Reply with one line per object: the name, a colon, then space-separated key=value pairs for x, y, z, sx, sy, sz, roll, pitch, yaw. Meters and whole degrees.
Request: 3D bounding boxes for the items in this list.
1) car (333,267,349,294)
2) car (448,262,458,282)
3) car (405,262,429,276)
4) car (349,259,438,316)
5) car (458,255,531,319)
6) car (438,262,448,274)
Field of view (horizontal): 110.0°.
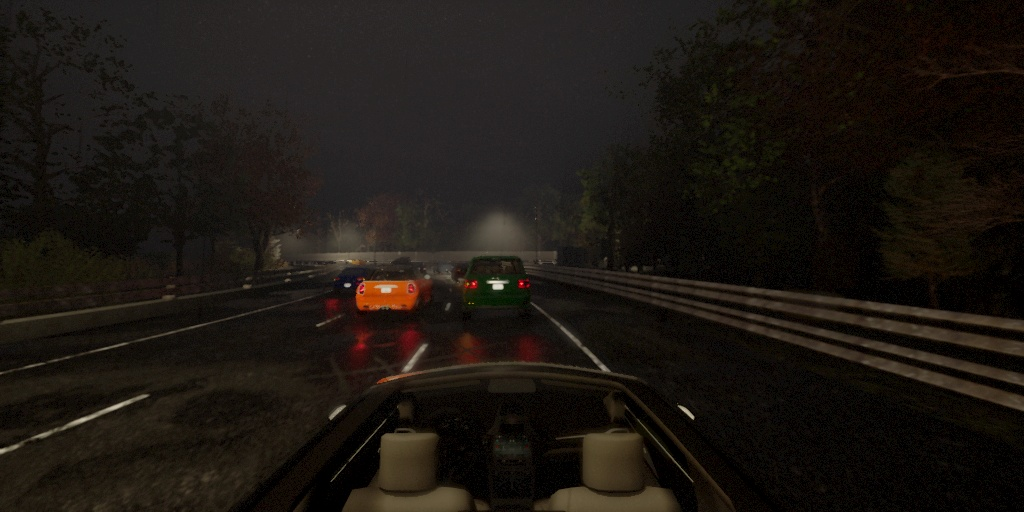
car: x=-8.892 y=1.343 z=20.703 sx=1.812 sy=1.442 sz=4.674 roll=0 pitch=0 yaw=-11
car: x=-4.063 y=1.296 z=30.384 sx=1.882 sy=1.535 sz=5.008 roll=0 pitch=0 yaw=-15
car: x=-10.644 y=1.407 z=39.889 sx=2.033 sy=1.411 sz=5.357 roll=0 pitch=0 yaw=-21
car: x=-4.284 y=1.140 z=13.774 sx=2.097 sy=1.767 sz=4.553 roll=0 pitch=0 yaw=-5
car: x=-0.667 y=0.995 z=13.061 sx=2.150 sy=2.045 sz=5.566 roll=0 pitch=0 yaw=-6
car: x=-8.362 y=1.384 z=43.415 sx=1.812 sy=1.442 sz=4.674 roll=0 pitch=0 yaw=-22
